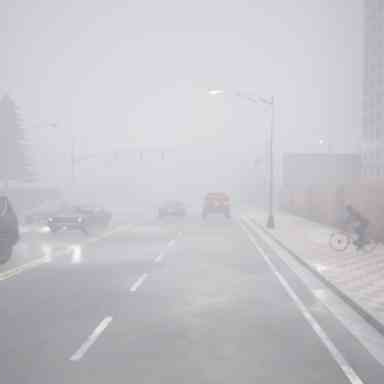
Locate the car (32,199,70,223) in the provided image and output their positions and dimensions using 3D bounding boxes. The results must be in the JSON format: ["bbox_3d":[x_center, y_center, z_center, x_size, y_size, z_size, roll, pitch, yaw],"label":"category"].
[{"bbox_3d":[-9.091,1.235,22.031,1.812,1.442,4.674,1,0,4],"label":"car"}]

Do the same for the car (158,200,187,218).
[{"bbox_3d":[-1.519,1.333,27.257,1.994,1.385,4.181,1,0,4],"label":"car"}]

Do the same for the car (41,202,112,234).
[{"bbox_3d":[-5.894,1.384,17.959,1.895,1.301,4.718,1,0,4],"label":"car"}]

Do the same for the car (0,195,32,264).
[{"bbox_3d":[-6.605,1.070,8.213,2.150,2.045,5.566,1,0,4],"label":"car"}]

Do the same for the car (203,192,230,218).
[{"bbox_3d":[2.073,1.031,28.343,2.150,2.045,5.566,1,1,4],"label":"car"}]

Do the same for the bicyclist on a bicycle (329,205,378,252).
[{"bbox_3d":[5.654,1.285,11.634,1.656,1.620,0.582,1,0,4],"label":"bicyclist on a bicycle"}]
